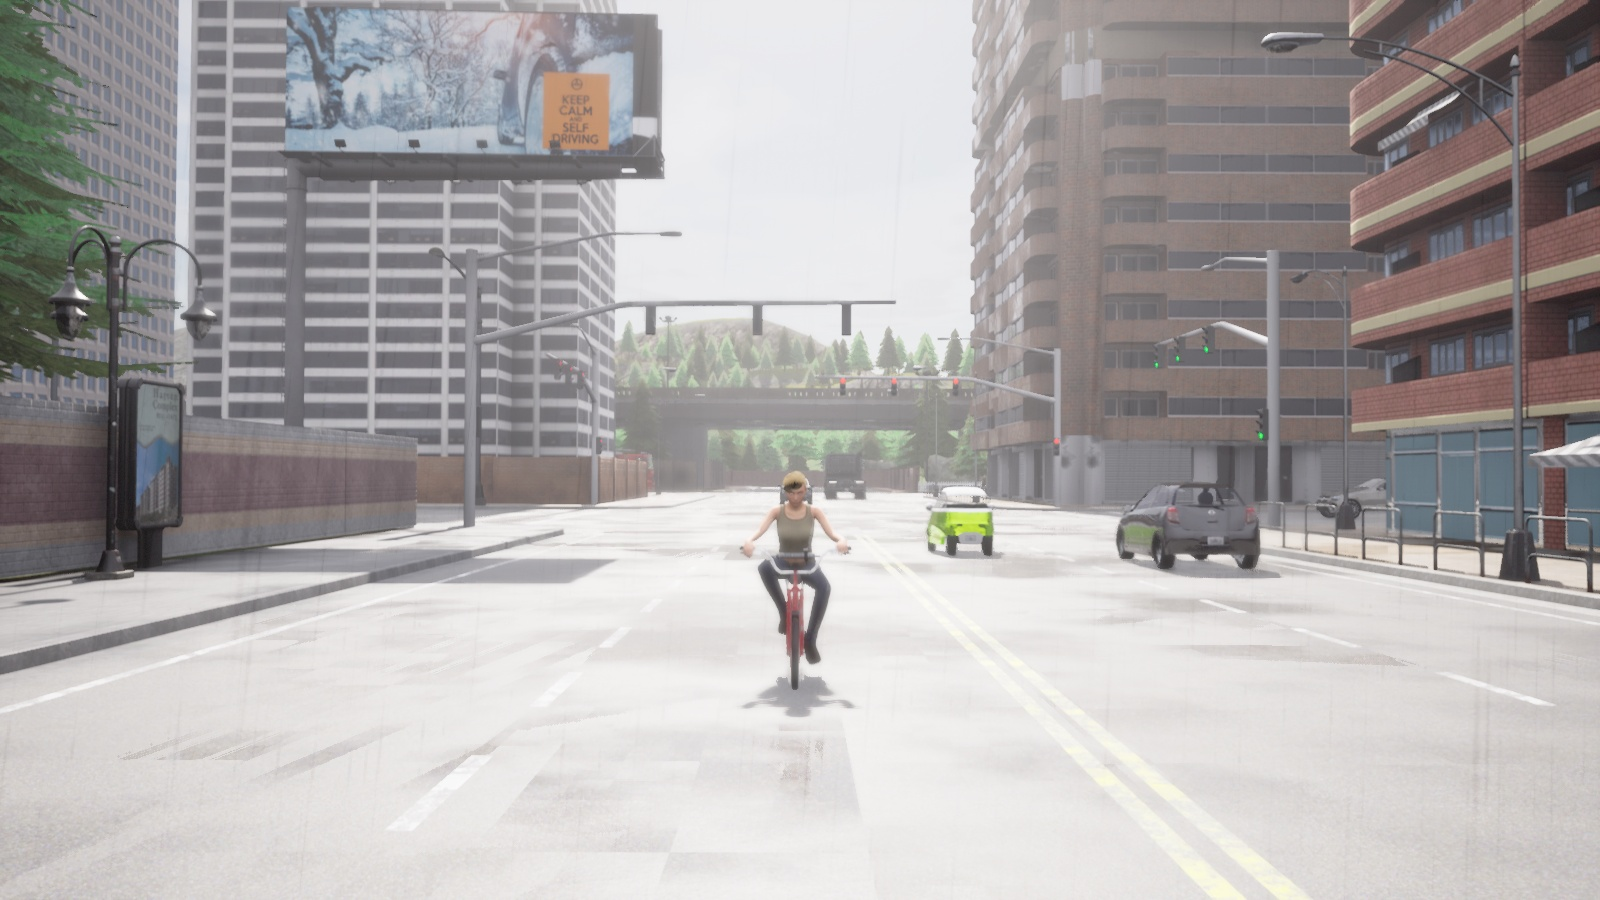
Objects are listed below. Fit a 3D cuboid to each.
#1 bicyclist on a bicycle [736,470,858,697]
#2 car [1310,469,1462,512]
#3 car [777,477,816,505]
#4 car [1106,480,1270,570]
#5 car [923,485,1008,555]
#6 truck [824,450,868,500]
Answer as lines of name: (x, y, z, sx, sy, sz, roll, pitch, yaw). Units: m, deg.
bicyclist on a bicycle: (-0.029, 0.968, 9.722, 0.866, 1.612, 1.509, 0, -1, 0)
car: (23.242, 1.582, 49.938, 5.027, 1.651, 2.152, 0, -1, 0)
car: (-0.190, 2.329, 72.066, 2.128, 1.511, 4.902, 0, -1, 0)
car: (6.939, 1.300, 22.859, 1.845, 1.501, 3.633, 0, -1, 0)
car: (3.430, 1.430, 26.326, 1.481, 1.376, 2.207, 0, -1, 0)
truck: (3.255, 1.790, 91.273, 2.891, 3.462, 7.936, 0, -1, 0)
